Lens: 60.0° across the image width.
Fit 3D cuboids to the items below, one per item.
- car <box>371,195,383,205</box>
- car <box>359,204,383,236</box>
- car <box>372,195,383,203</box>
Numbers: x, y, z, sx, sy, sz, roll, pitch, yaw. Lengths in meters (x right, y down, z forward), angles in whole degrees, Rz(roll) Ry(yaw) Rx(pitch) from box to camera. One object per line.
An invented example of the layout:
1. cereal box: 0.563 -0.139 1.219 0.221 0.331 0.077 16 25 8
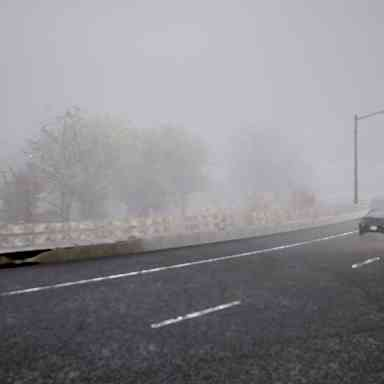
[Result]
1. car: 36.512 1.756 64.981 2.128 1.511 4.902 0 0 13
2. car: 10.650 1.632 18.289 1.812 1.442 4.674 0 0 43
3. car: 46.418 1.695 81.401 2.150 2.045 5.566 0 0 4
